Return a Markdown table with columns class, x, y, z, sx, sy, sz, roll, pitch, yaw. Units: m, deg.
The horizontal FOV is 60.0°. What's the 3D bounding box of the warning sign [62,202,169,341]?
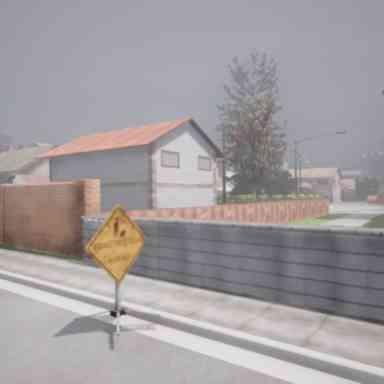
| class | x | y | z | sx | sy | sz | roll | pitch | yaw |
| --- | --- | --- | --- | --- | --- | --- | --- | --- | --- |
| warning sign | -1.212 | 1.120 | 5.407 | 1.060 | 1.860 | 1.300 | -1 | 0 | 36 |
